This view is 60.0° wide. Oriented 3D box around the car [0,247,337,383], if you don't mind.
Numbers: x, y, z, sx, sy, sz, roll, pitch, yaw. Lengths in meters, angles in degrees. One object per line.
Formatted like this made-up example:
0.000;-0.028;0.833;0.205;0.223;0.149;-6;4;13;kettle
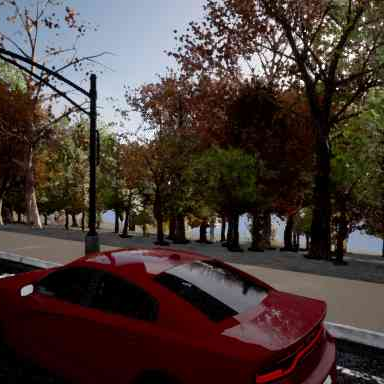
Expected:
-0.866;1.477;4.293;5.008;1.535;1.882;0;0;35;car
